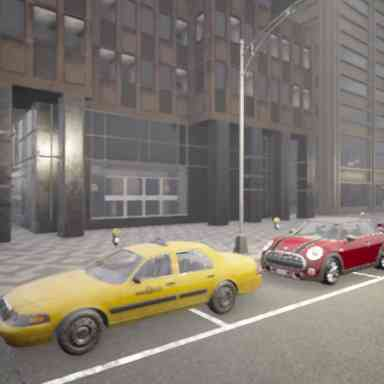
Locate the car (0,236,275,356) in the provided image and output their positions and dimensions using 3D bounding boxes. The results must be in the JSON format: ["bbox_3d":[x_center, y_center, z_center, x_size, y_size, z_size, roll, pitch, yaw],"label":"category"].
[{"bbox_3d":[-0.816,1.543,6.081,4.829,1.417,1.752,0,0,-36],"label":"car"}]

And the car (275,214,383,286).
[{"bbox_3d":[3.851,1.469,9.476,4.097,1.590,1.967,0,0,-36],"label":"car"}]
